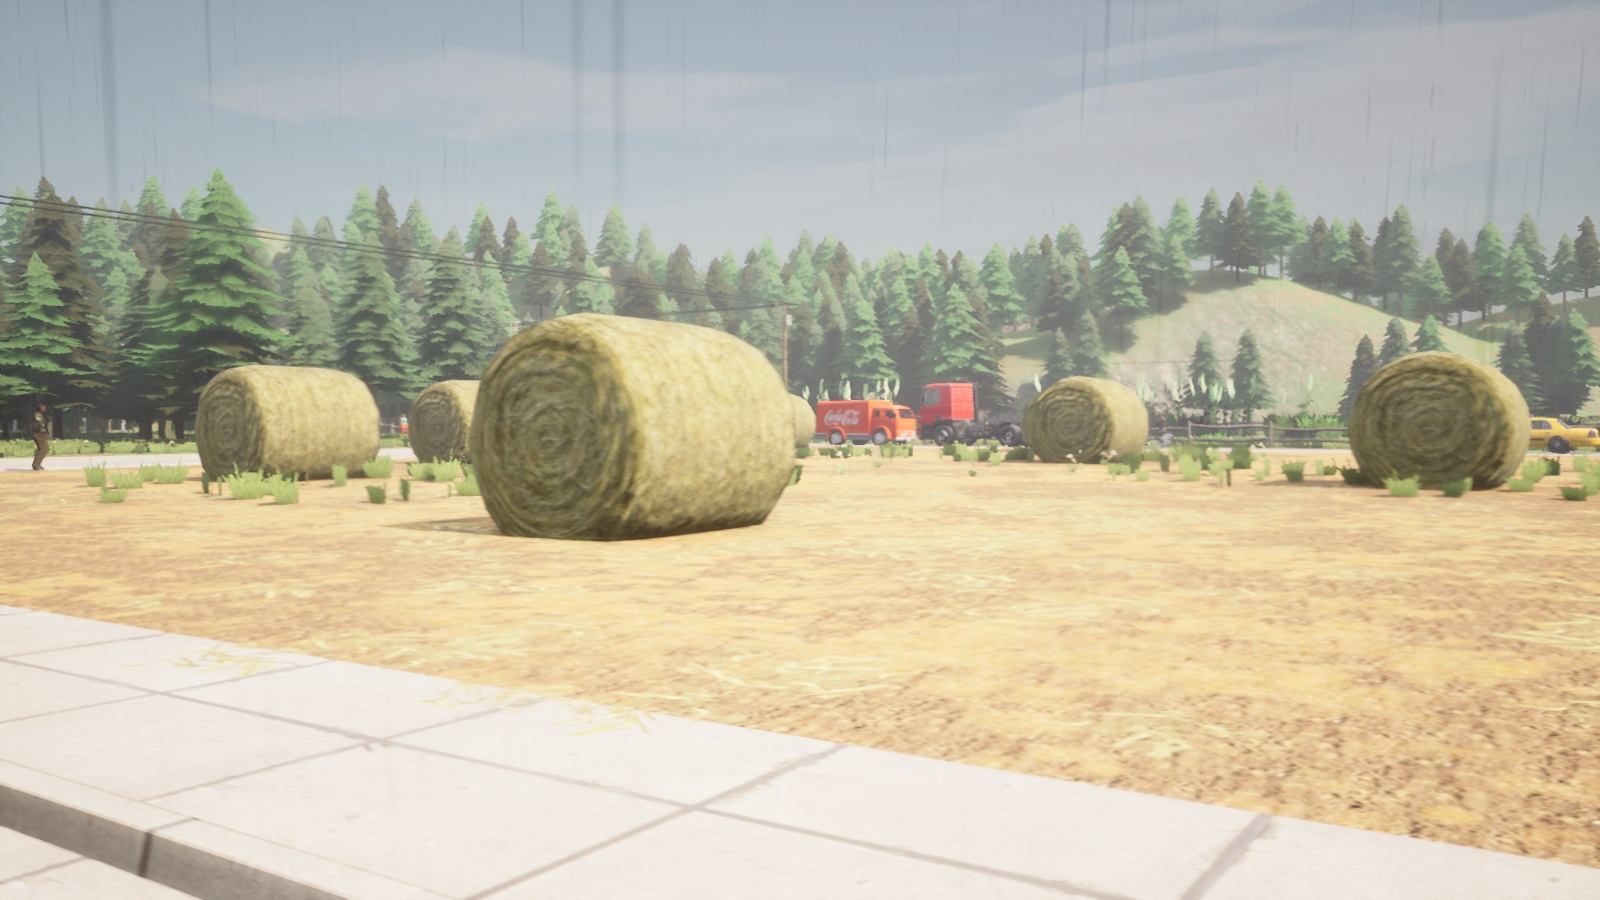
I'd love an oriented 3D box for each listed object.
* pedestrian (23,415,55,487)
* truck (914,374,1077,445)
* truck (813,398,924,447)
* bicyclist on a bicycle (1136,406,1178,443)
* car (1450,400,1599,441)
[{"bbox_3d":[-20.767,0.011,34.288,0.692,1.930,0.395,-2,2,-31],"label":"pedestrian"},{"bbox_3d":[10.132,-2.057,65.585,7.936,3.462,2.891,0,2,37],"label":"truck"},{"bbox_3d":[3.606,-1.438,66.199,5.204,2.467,2.627,0,2,37],"label":"truck"},{"bbox_3d":[17.125,-1.224,60.266,1.843,1.776,0.659,0,2,37],"label":"bicyclist on a bicycle"},{"bbox_3d":[29.449,-1.186,50.829,5.366,1.575,1.801,0,2,37],"label":"car"}]
